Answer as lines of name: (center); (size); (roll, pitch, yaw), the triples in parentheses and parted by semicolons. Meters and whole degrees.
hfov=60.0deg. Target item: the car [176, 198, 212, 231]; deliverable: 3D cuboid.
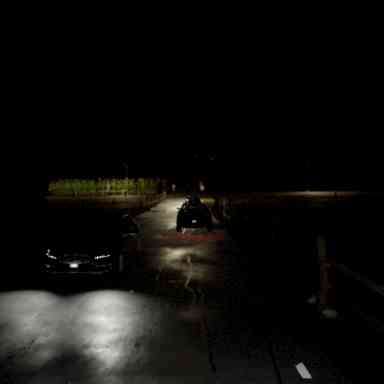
car: (0.112, 1.333, 19.462); (1.882, 1.535, 5.008); (0, 0, 0)

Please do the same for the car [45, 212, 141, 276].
car: (-2.743, 1.440, 10.163); (1.837, 1.490, 4.892); (0, 0, 0)

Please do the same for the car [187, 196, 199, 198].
car: (0.123, 1.163, 38.622); (2.033, 1.411, 5.357); (0, 1, 0)
